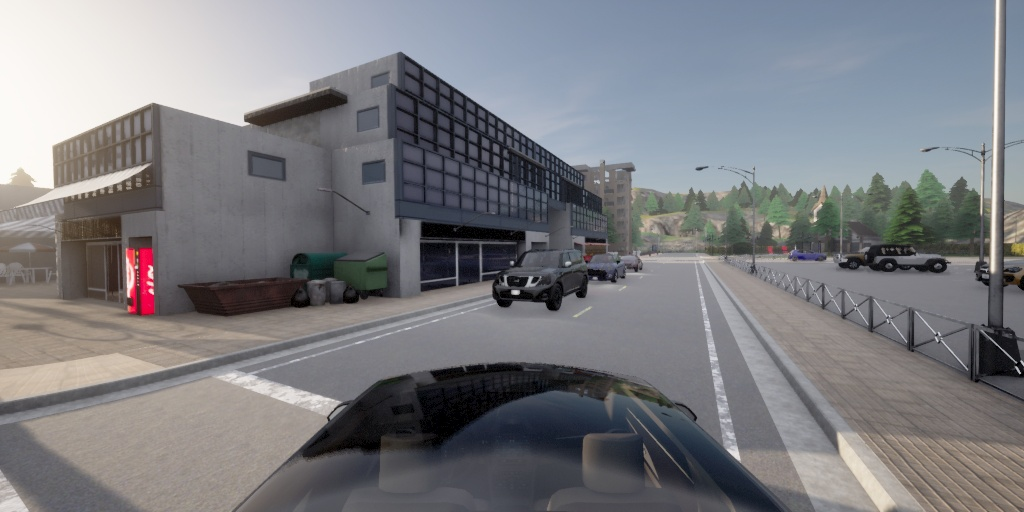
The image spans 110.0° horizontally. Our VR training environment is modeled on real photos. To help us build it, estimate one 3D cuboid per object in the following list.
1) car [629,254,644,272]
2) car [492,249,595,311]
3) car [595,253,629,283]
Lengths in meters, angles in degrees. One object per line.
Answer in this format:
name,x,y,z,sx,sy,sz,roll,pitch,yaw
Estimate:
car,10.388,0.594,31.735,1.812,1.442,4.674,0,1,27
car,1.351,0.743,13.816,2.150,2.045,5.566,0,1,27
car,5.778,0.651,22.600,2.097,1.767,4.553,0,1,27
